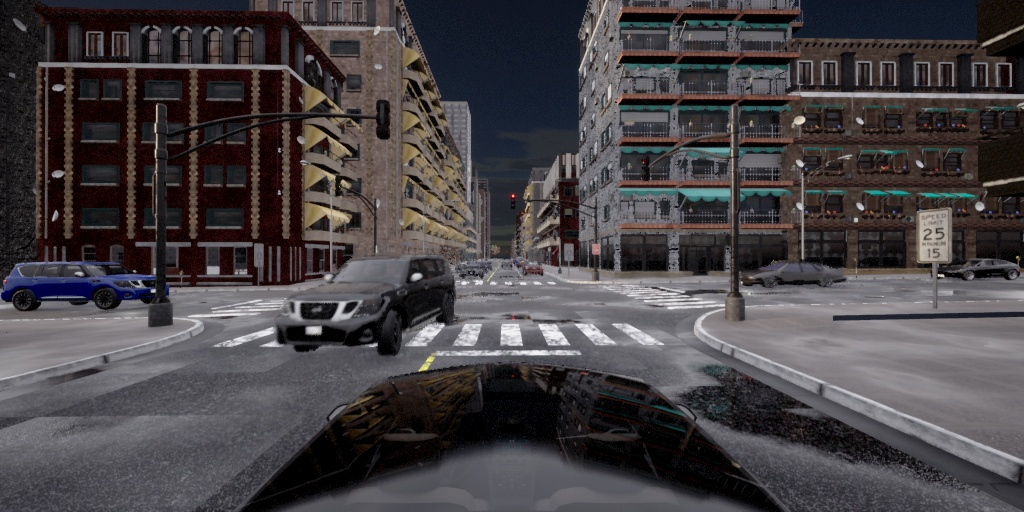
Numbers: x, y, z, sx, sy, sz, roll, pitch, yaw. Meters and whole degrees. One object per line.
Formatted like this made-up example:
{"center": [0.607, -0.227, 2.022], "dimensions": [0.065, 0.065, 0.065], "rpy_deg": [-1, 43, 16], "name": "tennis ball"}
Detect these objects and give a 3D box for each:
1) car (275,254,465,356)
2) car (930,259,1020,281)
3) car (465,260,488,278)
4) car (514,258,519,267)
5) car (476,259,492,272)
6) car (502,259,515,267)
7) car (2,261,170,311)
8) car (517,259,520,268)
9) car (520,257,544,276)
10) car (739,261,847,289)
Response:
{"center": [-3.124, 0.972, 9.115], "dimensions": [2.150, 2.045, 5.566], "rpy_deg": [-1, 0, 9], "name": "car"}
{"center": [29.262, 0.832, 22.681], "dimensions": [4.313, 1.339, 1.948], "rpy_deg": [0, 0, -1], "name": "car"}
{"center": [-3.619, 1.320, 33.638], "dimensions": [1.994, 1.385, 4.181], "rpy_deg": [0, 0, -1], "name": "car"}
{"center": [1.747, 1.347, 58.874], "dimensions": [1.802, 1.307, 4.207], "rpy_deg": [0, 0, -1], "name": "car"}
{"center": [-3.783, 1.360, 43.531], "dimensions": [1.895, 1.301, 4.718], "rpy_deg": [0, 0, -1], "name": "car"}
{"center": [-0.934, 1.315, 64.377], "dimensions": [2.033, 1.411, 5.357], "rpy_deg": [0, 0, -1], "name": "car"}
{"center": [-18.657, 1.244, 15.855], "dimensions": [5.566, 2.045, 2.150], "rpy_deg": [-1, 0, -1], "name": "car"}
{"center": [2.025, 1.309, 42.273], "dimensions": [2.007, 1.370, 4.403], "rpy_deg": [0, 0, -1], "name": "car"}
{"center": [2.118, 1.197, 36.740], "dimensions": [1.967, 1.591, 4.097], "rpy_deg": [0, 0, -1], "name": "car"}
{"center": [15.234, 1.029, 19.789], "dimensions": [5.357, 1.411, 2.033], "rpy_deg": [-1, 0, -1], "name": "car"}
